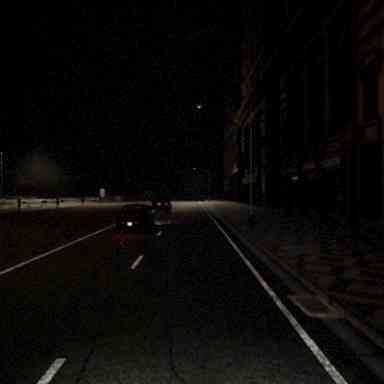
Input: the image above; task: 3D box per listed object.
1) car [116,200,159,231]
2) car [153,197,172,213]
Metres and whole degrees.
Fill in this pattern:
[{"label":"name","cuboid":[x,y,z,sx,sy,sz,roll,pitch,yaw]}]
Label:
[{"label":"car","cuboid":[-3.393,1.488,20.530,1.837,1.490,4.892,0,0,0]},{"label":"car","cuboid":[-3.389,1.361,36.429,2.097,1.767,4.553,0,0,0]}]
